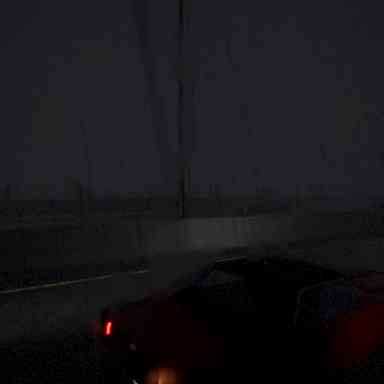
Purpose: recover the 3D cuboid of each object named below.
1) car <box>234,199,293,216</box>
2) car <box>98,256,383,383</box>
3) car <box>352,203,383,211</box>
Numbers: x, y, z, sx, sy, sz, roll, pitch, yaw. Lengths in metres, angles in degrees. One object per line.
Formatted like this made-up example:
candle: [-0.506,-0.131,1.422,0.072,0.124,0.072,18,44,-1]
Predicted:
car: [5.762,1.342,26.807,5.008,1.535,1.882,0,0,-23]
car: [1.339,1.577,4.472,4.718,1.301,1.895,0,0,-33]
car: [12.183,1.438,21.920,4.181,1.385,1.994,0,0,-21]
